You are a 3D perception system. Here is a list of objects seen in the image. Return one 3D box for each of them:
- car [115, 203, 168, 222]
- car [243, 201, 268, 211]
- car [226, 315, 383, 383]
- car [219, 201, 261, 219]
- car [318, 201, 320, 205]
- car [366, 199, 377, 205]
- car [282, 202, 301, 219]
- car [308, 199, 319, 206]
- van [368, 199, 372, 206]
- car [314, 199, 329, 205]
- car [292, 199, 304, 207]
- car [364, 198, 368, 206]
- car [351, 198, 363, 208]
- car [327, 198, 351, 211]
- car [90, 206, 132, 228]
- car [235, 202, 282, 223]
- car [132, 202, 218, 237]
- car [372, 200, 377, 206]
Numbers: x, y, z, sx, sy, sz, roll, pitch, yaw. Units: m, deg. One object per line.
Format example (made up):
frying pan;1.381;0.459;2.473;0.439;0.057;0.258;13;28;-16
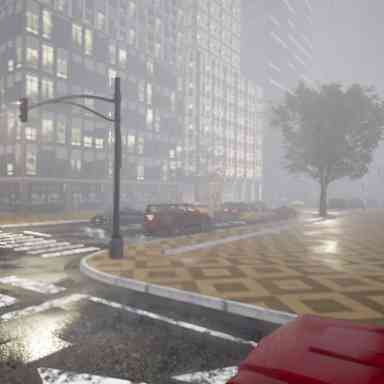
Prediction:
car;-4.349;1.708;29.467;1.752;1.417;4.829;0;0;37
car;9.166;1.944;47.733;1.947;1.339;4.313;0;0;37
car;2.489;1.599;1.912;4.718;1.301;1.895;0;0;36
car;4.324;1.671;31.450;2.097;1.767;4.553;1;0;37
car;24.285;2.203;58.425;1.895;1.301;4.718;1;0;36
car;42.746;2.442;79.031;1.802;1.307;4.206;0;0;36
car;9.200;1.976;33.690;1.802;1.307;4.206;0;0;37
car;25.932;2.193;70.394;1.802;1.307;4.206;0;0;37
van;36.039;2.110;69.964;1.690;1.788;3.998;0;0;36
car;29.285;2.208;74.927;2.008;1.369;4.403;0;0;36
car;19.125;2.043;61.193;1.752;1.417;4.829;0;0;37
car;32.683;2.268;65.429;1.887;1.381;4.507;0;0;37
car;29.330;1.992;60.896;2.192;1.841;5.009;0;0;37
car;22.620;1.900;51.827;2.192;1.841;5.009;0;0;37
car;-5.178;1.738;23.976;1.994;1.385;4.181;1;0;37
car;5.947;1.872;29.292;1.752;1.417;4.829;0;0;37
car;-0.862;1.562;20.088;2.192;1.841;5.009;0;0;37
car;39.393;2.255;74.498;1.967;1.590;4.097;0;0;36
